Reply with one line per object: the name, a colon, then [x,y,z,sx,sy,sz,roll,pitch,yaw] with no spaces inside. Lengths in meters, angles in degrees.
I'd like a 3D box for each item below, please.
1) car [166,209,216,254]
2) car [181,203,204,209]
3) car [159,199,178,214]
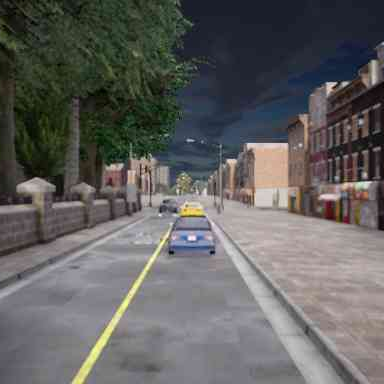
car: [0.001,1.653,13.987,2.033,1.411,5.357,0,0,0]
car: [0.006,1.671,29.479,1.882,1.535,5.008,0,0,0]
car: [-2.753,1.600,39.664,2.097,1.767,4.553,0,0,0]
